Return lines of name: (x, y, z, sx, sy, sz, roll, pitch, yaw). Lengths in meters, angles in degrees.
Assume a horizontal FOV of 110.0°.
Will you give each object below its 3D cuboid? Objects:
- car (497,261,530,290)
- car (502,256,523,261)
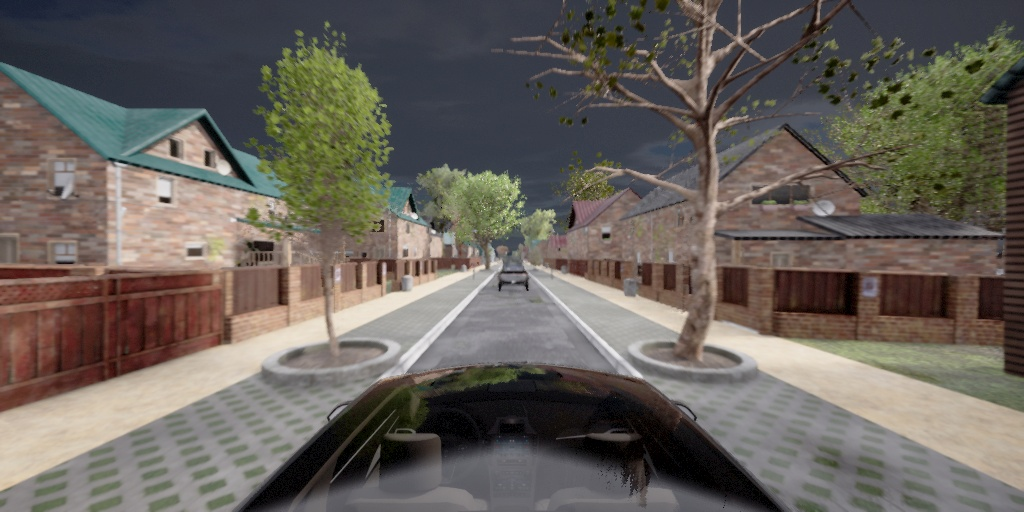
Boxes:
car: (0.084, 1.244, 22.319, 2.128, 1.511, 4.902, 0, 0, 0)
car: (0.076, 0.997, 41.081, 2.150, 2.045, 5.566, 0, 0, 0)
